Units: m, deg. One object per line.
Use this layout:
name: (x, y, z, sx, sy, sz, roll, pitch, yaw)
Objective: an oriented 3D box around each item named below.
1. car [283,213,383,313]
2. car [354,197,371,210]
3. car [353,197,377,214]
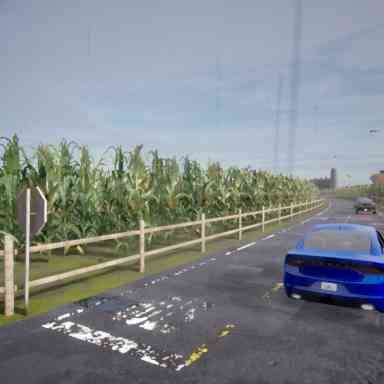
car: (3.614, 1.479, 7.875, 1.882, 1.535, 5.008, 0, 0, 30)
car: (22.673, 1.505, 44.343, 1.837, 1.490, 4.892, 0, 0, 24)
car: (18.307, 1.509, 35.154, 1.837, 1.490, 4.892, 0, 0, 27)
